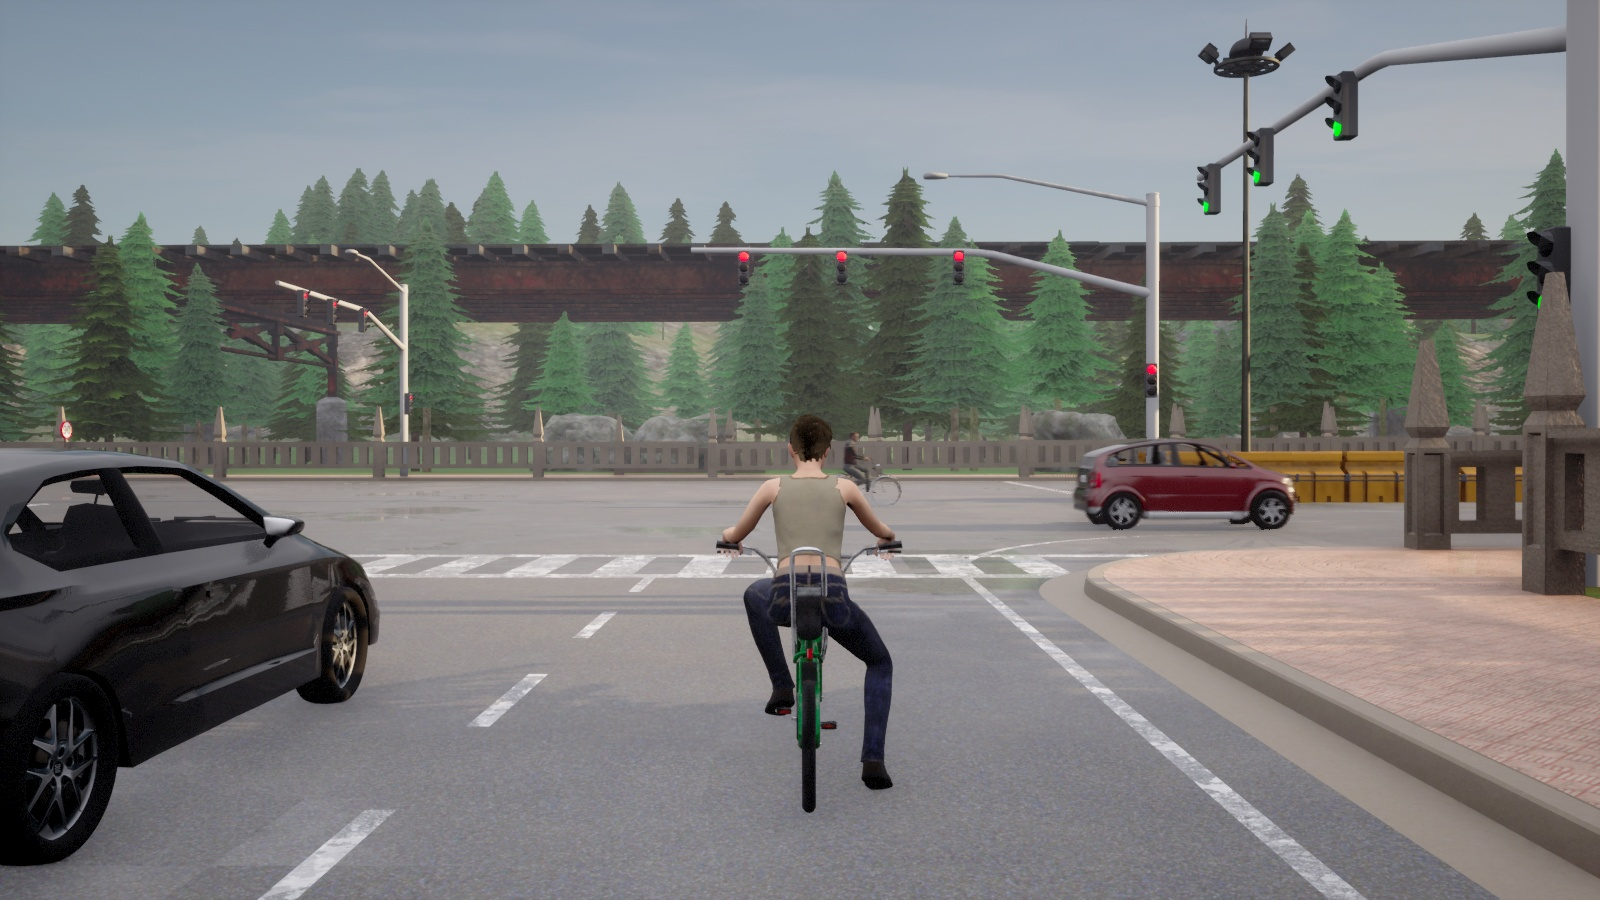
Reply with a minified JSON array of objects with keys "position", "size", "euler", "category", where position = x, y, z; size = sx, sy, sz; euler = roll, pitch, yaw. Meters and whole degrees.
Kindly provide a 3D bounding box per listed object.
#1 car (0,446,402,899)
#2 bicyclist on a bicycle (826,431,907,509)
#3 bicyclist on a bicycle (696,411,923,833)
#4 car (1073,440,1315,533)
[{"position":[-3.453,0.724,5.914],"size":[1.816,1.474,4.193],"euler":[0,0,0],"category":"car"},{"position":[1.519,0.454,29.095],"size":[1.843,1.776,0.659],"euler":[0,0,1],"category":"bicyclist on a bicycle"},{"position":[0.040,0.652,5.554],"size":[0.866,1.612,1.509],"euler":[0,0,0],"category":"bicyclist on a bicycle"},{"position":[6.828,0.608,22.042],"size":[3.705,1.549,1.789],"euler":[0,0,1],"category":"car"}]
